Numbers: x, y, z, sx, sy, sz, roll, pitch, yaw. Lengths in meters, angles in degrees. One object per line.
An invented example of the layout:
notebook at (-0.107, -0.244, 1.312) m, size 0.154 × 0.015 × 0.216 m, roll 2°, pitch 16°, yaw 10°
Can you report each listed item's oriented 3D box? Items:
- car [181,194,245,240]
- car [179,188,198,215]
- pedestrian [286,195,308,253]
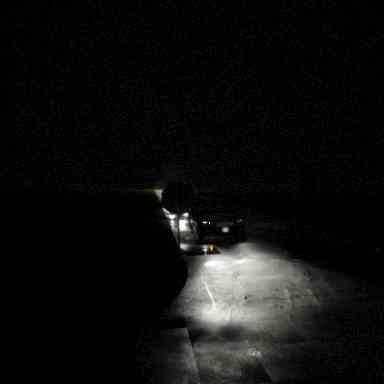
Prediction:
car at (0.934, 1.069, 14.869) m, size 2.128 × 1.511 × 4.902 m, roll -2°, pitch 2°, yaw -7°
car at (-0.227, 0.765, 24.133) m, size 1.837 × 1.490 × 4.892 m, roll -2°, pitch 2°, yaw -7°
pedestrian at (3.263, 0.962, 10.360) m, size 0.375 × 1.860 × 0.375 m, roll 0°, pitch 0°, yaw -7°
